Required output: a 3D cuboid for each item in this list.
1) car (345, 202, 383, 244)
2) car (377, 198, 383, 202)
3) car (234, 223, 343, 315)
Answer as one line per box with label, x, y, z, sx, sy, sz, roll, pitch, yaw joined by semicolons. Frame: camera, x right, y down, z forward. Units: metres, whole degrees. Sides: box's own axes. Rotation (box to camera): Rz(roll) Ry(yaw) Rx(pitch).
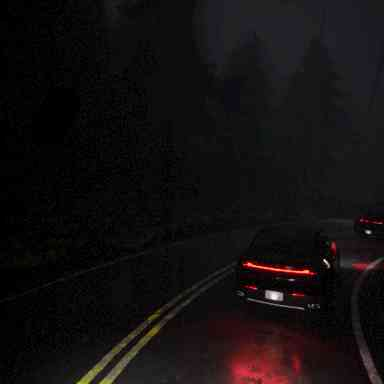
car;9.476;1.408;15.343;4.892;1.490;1.837;-1;5;-33
car;12.877;1.092;21.230;4.892;1.490;1.837;-2;5;-29
car;2.425;1.502;7.848;1.837;1.490;4.892;2;1;25
